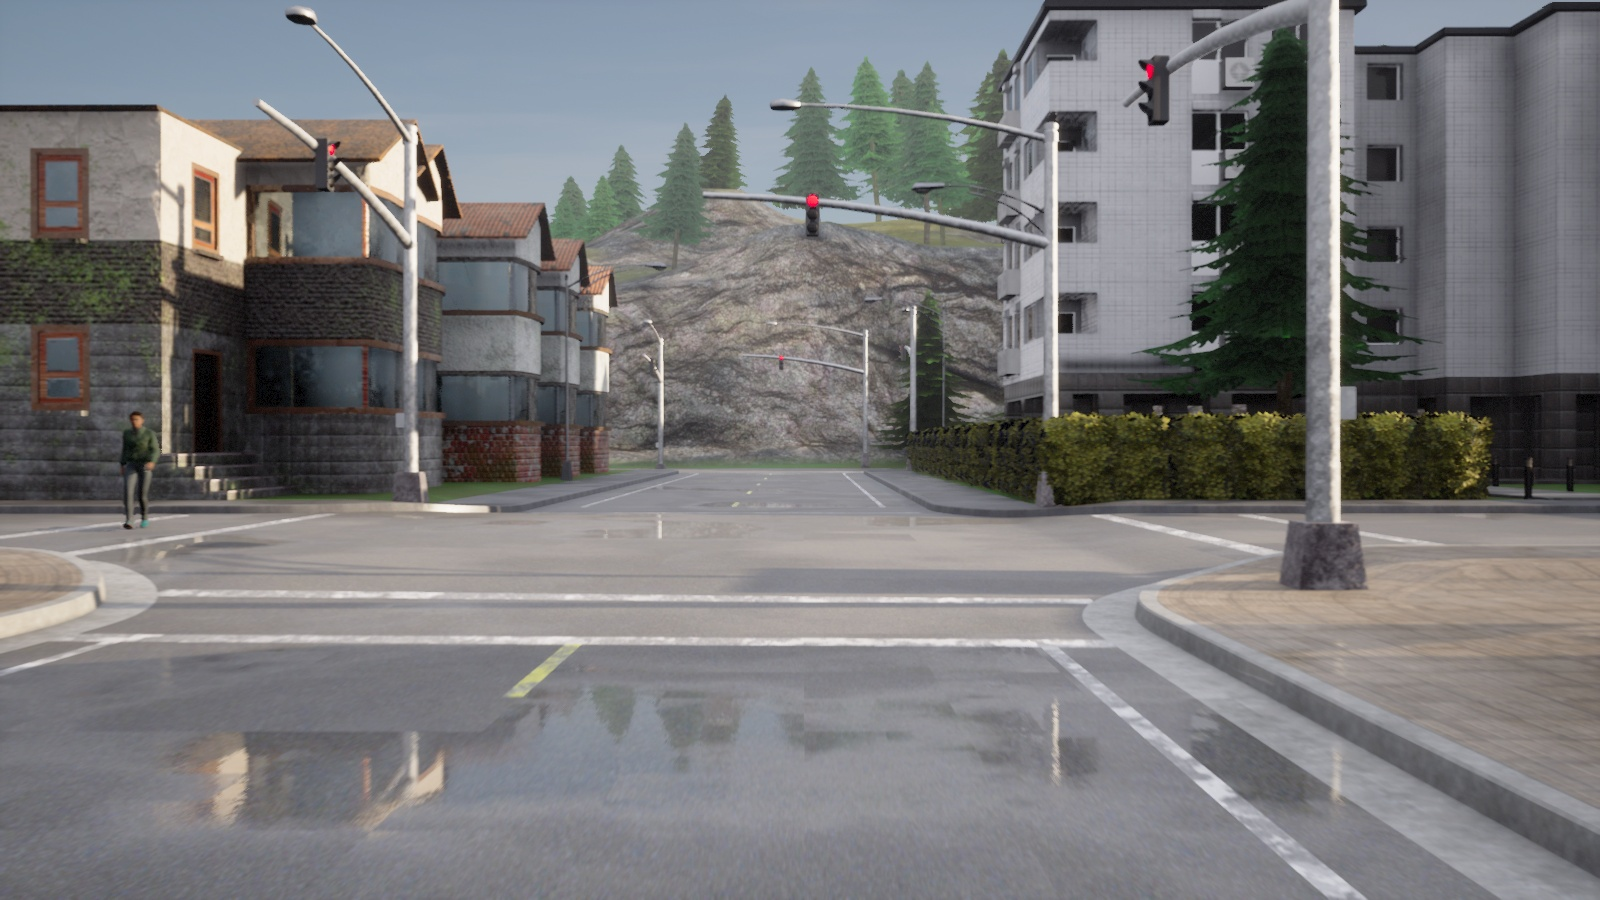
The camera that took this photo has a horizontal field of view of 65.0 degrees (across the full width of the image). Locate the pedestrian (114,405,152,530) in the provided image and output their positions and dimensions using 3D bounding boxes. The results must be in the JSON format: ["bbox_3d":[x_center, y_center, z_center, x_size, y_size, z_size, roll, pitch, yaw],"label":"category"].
[{"bbox_3d":[-10.015,0.253,18.868,0.353,1.847,0.614,0,0,-13],"label":"pedestrian"}]
